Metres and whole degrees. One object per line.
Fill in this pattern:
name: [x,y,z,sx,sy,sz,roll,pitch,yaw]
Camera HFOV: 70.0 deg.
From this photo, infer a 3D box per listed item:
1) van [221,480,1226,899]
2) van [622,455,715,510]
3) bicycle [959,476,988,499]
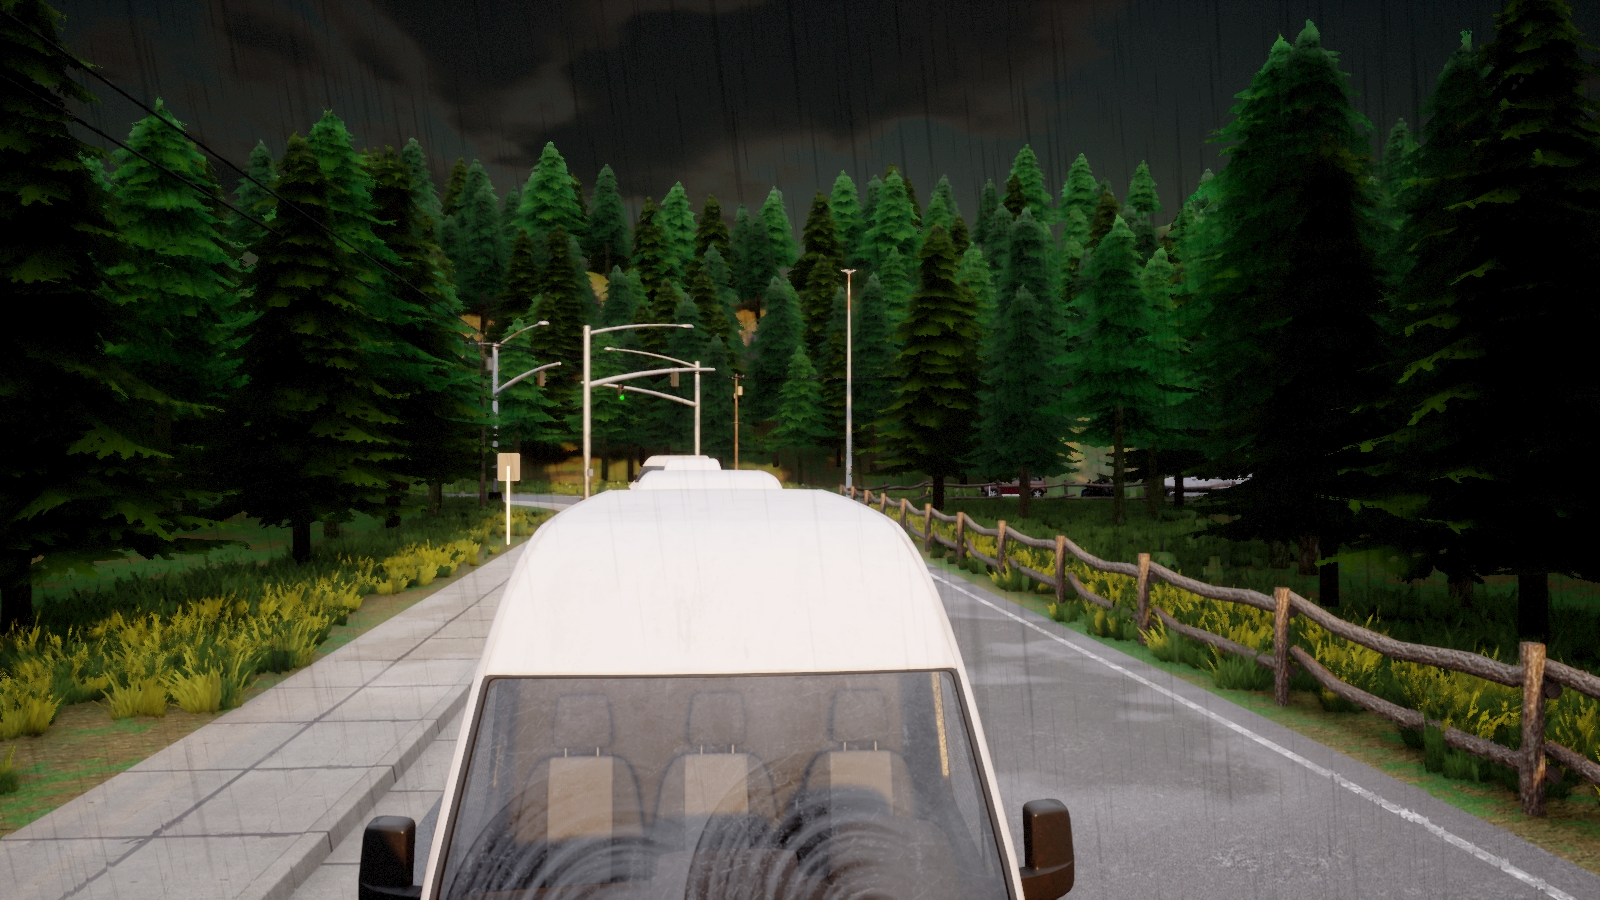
van: [-0.357,1.500,5.213,1.988,2.561,5.915,0,0,-5]
van: [-6.349,1.516,56.014,1.988,2.561,5.915,0,0,22]
bicycle: [9.906,2.158,65.259,1.487,1.276,0.859,0,0,-6]
